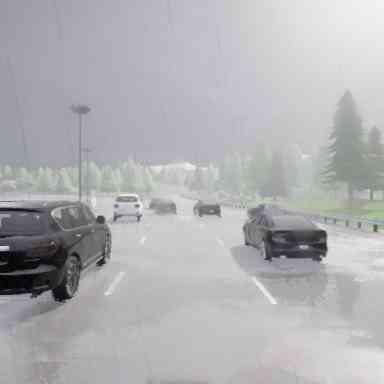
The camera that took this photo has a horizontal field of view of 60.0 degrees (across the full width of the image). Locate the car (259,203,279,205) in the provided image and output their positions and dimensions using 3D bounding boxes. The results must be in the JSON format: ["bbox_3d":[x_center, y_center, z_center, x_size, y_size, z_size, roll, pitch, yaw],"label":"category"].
[{"bbox_3d":[5.677,1.547,24.716,2.033,1.411,5.357,0,0,-6],"label":"car"}]

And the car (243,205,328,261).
[{"bbox_3d":[3.197,1.477,12.314,1.882,1.535,5.008,0,0,-3],"label":"car"}]

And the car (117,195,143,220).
[{"bbox_3d":[-5.278,1.221,27.664,2.150,2.045,5.566,0,0,-8],"label":"car"}]

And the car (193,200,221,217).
[{"bbox_3d":[1.316,1.477,30.965,1.882,1.535,5.008,0,0,-8],"label":"car"}]

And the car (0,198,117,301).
[{"bbox_3d":[-3.607,1.221,8.436,2.150,2.045,5.566,0,0,-2],"label":"car"}]

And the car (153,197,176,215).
[{"bbox_3d":[-2.723,1.477,34.143,1.882,1.535,5.008,0,0,-9],"label":"car"}]

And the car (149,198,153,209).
[{"bbox_3d":[-4.707,1.504,44.781,1.837,1.490,4.892,0,0,-13],"label":"car"}]
